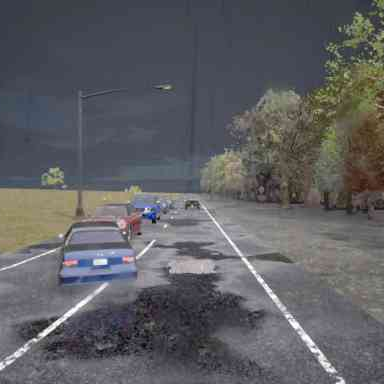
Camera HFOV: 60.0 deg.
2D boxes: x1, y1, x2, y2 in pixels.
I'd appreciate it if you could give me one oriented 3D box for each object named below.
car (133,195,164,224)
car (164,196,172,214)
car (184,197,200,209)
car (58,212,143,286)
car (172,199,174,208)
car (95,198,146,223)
[{"bbox_3d":[-3.614,1.223,25.300,2.150,2.045,5.566,0,0,-1],"label":"car"},{"bbox_3d":[-3.608,1.351,35.305,2.097,1.767,4.553,0,0,0],"label":"car"},{"bbox_3d":[0.041,1.500,44.270,1.837,1.490,4.892,0,0,0],"label":"car"},{"bbox_3d":[-2.789,1.549,9.516,2.033,1.411,5.357,0,0,-19],"label":"car"},{"bbox_3d":[-3.610,1.347,45.312,2.097,1.767,4.553,0,0,0],"label":"car"},{"bbox_3d":[-3.678,1.353,15.635,2.097,1.767,4.553,0,0,1],"label":"car"}]
